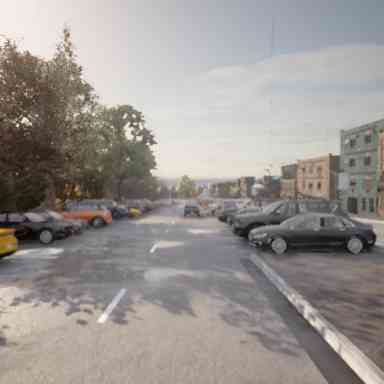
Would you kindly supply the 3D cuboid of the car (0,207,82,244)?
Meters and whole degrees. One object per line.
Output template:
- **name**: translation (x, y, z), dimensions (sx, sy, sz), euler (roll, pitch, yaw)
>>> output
- **car**: translation (-8.330, 1.660, 16.241), dimensions (5.008, 1.535, 2.097), euler (0, -1, 0)

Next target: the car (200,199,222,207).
- **car**: translation (4.702, 2.775, 83.496), dimensions (5.566, 2.045, 2.435), euler (0, -1, 0)

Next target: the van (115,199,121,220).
- **van**: translation (-8.442, 1.620, 27.379), dimensions (4.442, 1.987, 1.878), euler (0, -1, 0)

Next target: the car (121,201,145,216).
- **car**: translation (-8.149, 2.003, 35.731), dimensions (5.366, 1.575, 1.946), euler (0, -1, 0)

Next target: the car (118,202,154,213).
- **car**: translation (-8.350, 2.278, 49.654), dimensions (5.008, 1.535, 2.097), euler (0, -1, 0)

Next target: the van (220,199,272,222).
- **van**: translation (4.868, 1.675, 30.247), dimensions (4.442, 1.987, 1.878), euler (0, -1, 0)

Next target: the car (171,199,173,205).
- **car**: translation (-8.225, 3.077, 85.876), dimensions (5.366, 1.575, 1.946), euler (0, -1, 0)

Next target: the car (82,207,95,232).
- **car**: translation (-8.327, 1.743, 19.027), dimensions (4.674, 1.452, 2.002), euler (0, -1, 0)

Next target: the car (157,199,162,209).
- **car**: translation (-8.334, 2.145, 55.227), dimensions (5.566, 2.045, 2.435), euler (0, -1, 0)

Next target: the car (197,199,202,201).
- **car**: translation (-0.016, 2.165, 50.411), dimensions (2.097, 1.767, 4.553), euler (0, -1, 0)

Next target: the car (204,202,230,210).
- **car**: translation (4.732, 2.618, 63.872), dimensions (4.792, 1.488, 2.163), euler (0, -1, 0)

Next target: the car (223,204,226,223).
- **car**: translation (4.749, 1.748, 21.834), dimensions (4.892, 1.521, 2.231), euler (0, -1, 0)

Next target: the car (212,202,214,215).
- **car**: translation (4.754, 1.955, 33.046), dimensions (4.892, 1.521, 2.231), euler (0, -1, 0)

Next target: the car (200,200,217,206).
- **car**: translation (4.629, 3.088, 91.901), dimensions (4.553, 1.767, 2.185), euler (0, -1, 0)

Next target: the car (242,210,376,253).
- **car**: translation (4.759, 1.624, 13.430), dimensions (4.892, 1.521, 2.231), euler (0, -1, 0)

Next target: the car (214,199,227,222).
- **car**: translation (4.726, 1.546, 24.643), dimensions (5.566, 2.045, 2.435), euler (0, -1, 0)

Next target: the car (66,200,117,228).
- **car**: translation (-8.294, 1.671, 24.597), dimensions (4.553, 1.767, 2.185), euler (0, -1, 0)

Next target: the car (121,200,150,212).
- **car**: translation (-8.375, 2.195, 44.085), dimensions (4.792, 1.488, 2.163), euler (0, -1, 0)

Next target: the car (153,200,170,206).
- **car**: translation (-8.449, 3.078, 91.427), dimensions (4.553, 1.767, 2.185), euler (0, -1, 0)

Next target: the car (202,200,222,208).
- **car**: translation (4.713, 2.775, 77.888), dimensions (4.553, 1.767, 2.185), euler (0, -1, 0)

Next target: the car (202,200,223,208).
- **car**: translation (4.655, 2.713, 75.085), dimensions (4.553, 1.767, 2.185), euler (0, -1, 0)

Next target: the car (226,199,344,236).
- **car**: translation (4.726, 1.410, 16.234), dimensions (5.566, 2.045, 2.435), euler (0, -1, 0)

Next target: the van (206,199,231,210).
- **van**: translation (4.824, 2.300, 61.075), dimensions (4.442, 1.987, 1.878), euler (0, -1, 0)

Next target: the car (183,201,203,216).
- **car**: translation (-0.005, 2.107, 39.772), dimensions (1.837, 1.490, 4.892), euler (0, -1, 0)

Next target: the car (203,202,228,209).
- **car**: translation (4.728, 2.681, 66.674), dimensions (4.792, 1.488, 2.163), euler (0, -1, 0)

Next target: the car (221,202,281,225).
- **car**: translation (4.785, 1.722, 27.441), dimensions (4.553, 1.767, 2.185), euler (0, -1, 0)

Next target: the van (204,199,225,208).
- **van**: translation (4.807, 2.550, 72.285), dimensions (4.442, 1.987, 1.878), euler (0, -1, 0)

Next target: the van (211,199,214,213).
- **van**: translation (4.629, 1.782, 35.853), dimensions (4.442, 1.987, 1.878), euler (0, -1, 0)

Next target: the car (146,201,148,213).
- **car**: translation (-8.313, 2.142, 41.300), dimensions (4.792, 1.488, 2.163), euler (0, -1, 0)

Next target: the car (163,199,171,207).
- **car**: translation (-8.411, 3.019, 83.099), dimensions (4.892, 1.521, 2.231), euler (0, -1, 0)

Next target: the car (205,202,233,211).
- **car**: translation (4.682, 2.493, 58.266), dimensions (4.792, 1.488, 2.163), euler (0, -1, 0)

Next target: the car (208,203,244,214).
- **car**: translation (4.758, 2.253, 47.058), dimensions (4.792, 1.488, 2.163), euler (0, -1, 0)

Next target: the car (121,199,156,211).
- **car**: translation (-8.323, 1.969, 46.873), dimensions (5.566, 2.045, 2.435), euler (0, -1, 0)

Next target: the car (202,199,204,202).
- **car**: translation (4.530, 2.398, 55.464), dimensions (5.366, 1.575, 1.946), euler (0, -1, 0)

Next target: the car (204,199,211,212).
- **car**: translation (4.709, 1.863, 41.459), dimensions (5.566, 2.045, 2.435), euler (0, -1, 0)

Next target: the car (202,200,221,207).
- **car**: translation (4.709, 2.838, 80.691), dimensions (4.553, 1.767, 2.185), euler (0, -1, 0)

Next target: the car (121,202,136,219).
- **car**: translation (-8.329, 1.993, 32.945), dimensions (4.674, 1.452, 2.002), euler (0, -1, 0)

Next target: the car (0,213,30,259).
- **car**: translation (-8.323, 1.588, 10.673), dimensions (5.008, 1.535, 2.097), euler (0, -1, 0)
